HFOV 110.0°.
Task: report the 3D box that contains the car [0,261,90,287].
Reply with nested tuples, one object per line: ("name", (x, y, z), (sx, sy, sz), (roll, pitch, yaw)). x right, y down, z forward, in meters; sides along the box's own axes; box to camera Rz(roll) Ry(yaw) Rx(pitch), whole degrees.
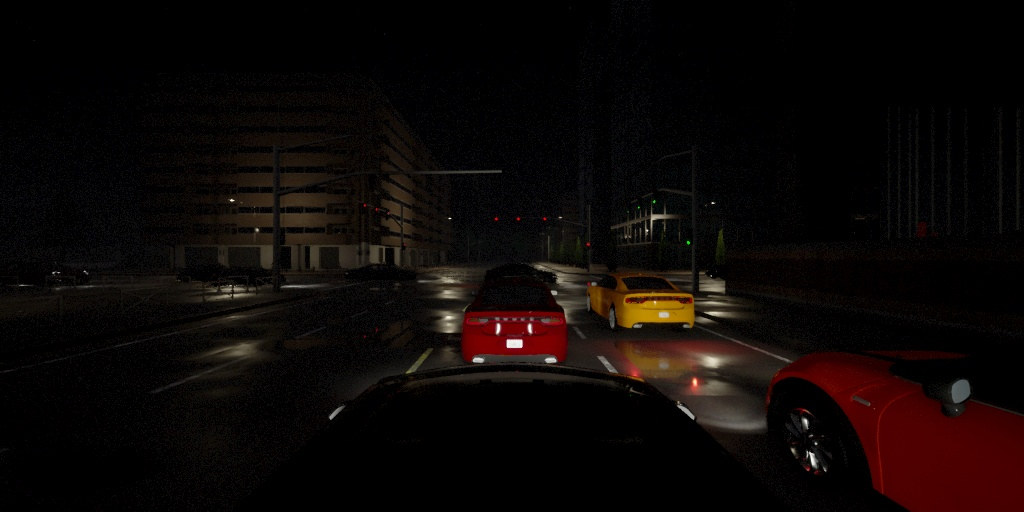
("car", (-31.578, 1.158, 24.189), (4.553, 1.767, 2.097), (0, 0, 0))

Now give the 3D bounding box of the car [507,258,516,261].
("car", (-0.175, 1.276, 49.958), (1.812, 1.442, 4.674), (0, 0, 0))

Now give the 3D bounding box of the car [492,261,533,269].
("car", (0.581, 1.280, 24.056), (4.892, 1.490, 1.837), (0, 0, 0))

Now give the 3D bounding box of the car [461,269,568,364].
("car", (0.061, 1.228, 8.105), (1.882, 1.535, 5.008), (0, 0, 0))

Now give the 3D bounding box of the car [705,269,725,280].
("car", (19.530, 1.406, 31.180), (4.718, 1.301, 1.895), (0, 0, 0))

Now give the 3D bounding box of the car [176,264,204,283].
("car", (-23.106, 1.331, 27.657), (4.674, 1.442, 1.812), (0, 0, 0))

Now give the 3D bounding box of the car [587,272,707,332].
("car", (3.580, 1.228, 10.879), (1.882, 1.535, 5.008), (0, 0, 0))

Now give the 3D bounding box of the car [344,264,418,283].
("car", (-10.249, 1.333, 28.312), (5.357, 1.411, 2.033), (0, 0, -11))

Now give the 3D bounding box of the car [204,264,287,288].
("car", (-17.625, 1.368, 24.128), (4.181, 1.385, 1.994), (0, 0, 0))

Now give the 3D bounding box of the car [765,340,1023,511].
("car", (3.600, 1.102, 1.733), (2.097, 1.767, 4.553), (0, 0, 0))

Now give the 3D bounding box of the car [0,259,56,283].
("car", (-38.873, 1.160, 27.723), (4.553, 1.767, 2.097), (0, 0, 0))

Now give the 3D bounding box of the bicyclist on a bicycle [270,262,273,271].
("bicyclist on a bicycle", (-25.527, 1.106, 38.644), (0.582, 1.620, 1.656), (0, 0, 0))
